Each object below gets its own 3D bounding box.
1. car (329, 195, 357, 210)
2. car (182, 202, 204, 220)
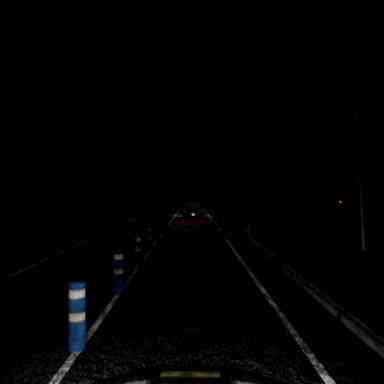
[{"bbox_3d":[16.918,1.157,35.288,4.553,1.767,2.097,-1,-6,-18],"label":"car"},{"bbox_3d":[0.096,1.545,28.678,1.812,1.442,4.674,0,0,0],"label":"car"}]
